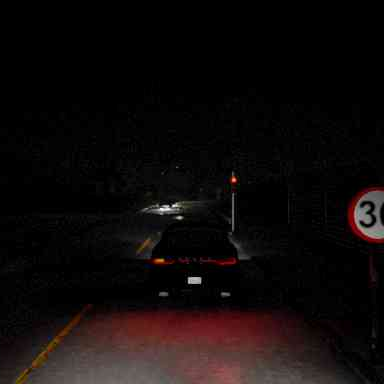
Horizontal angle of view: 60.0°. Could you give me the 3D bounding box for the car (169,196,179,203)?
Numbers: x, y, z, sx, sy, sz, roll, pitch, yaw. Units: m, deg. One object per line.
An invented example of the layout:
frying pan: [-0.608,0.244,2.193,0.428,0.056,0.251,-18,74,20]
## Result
car: [-3.820,1.595,70.453,1.895,1.301,4.718,0,0,0]

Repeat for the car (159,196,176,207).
car: [-3.965,1.491,50.921,2.128,1.511,4.902,0,0,0]

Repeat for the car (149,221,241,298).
car: [0.073,1.478,8.600,1.882,1.535,5.008,0,0,1]

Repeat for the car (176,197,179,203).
car: [-3.918,1.492,60.401,2.128,1.511,4.902,0,0,0]

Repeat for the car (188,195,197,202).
car: [0.182,1.339,71.375,1.812,1.442,4.674,0,0,0]
